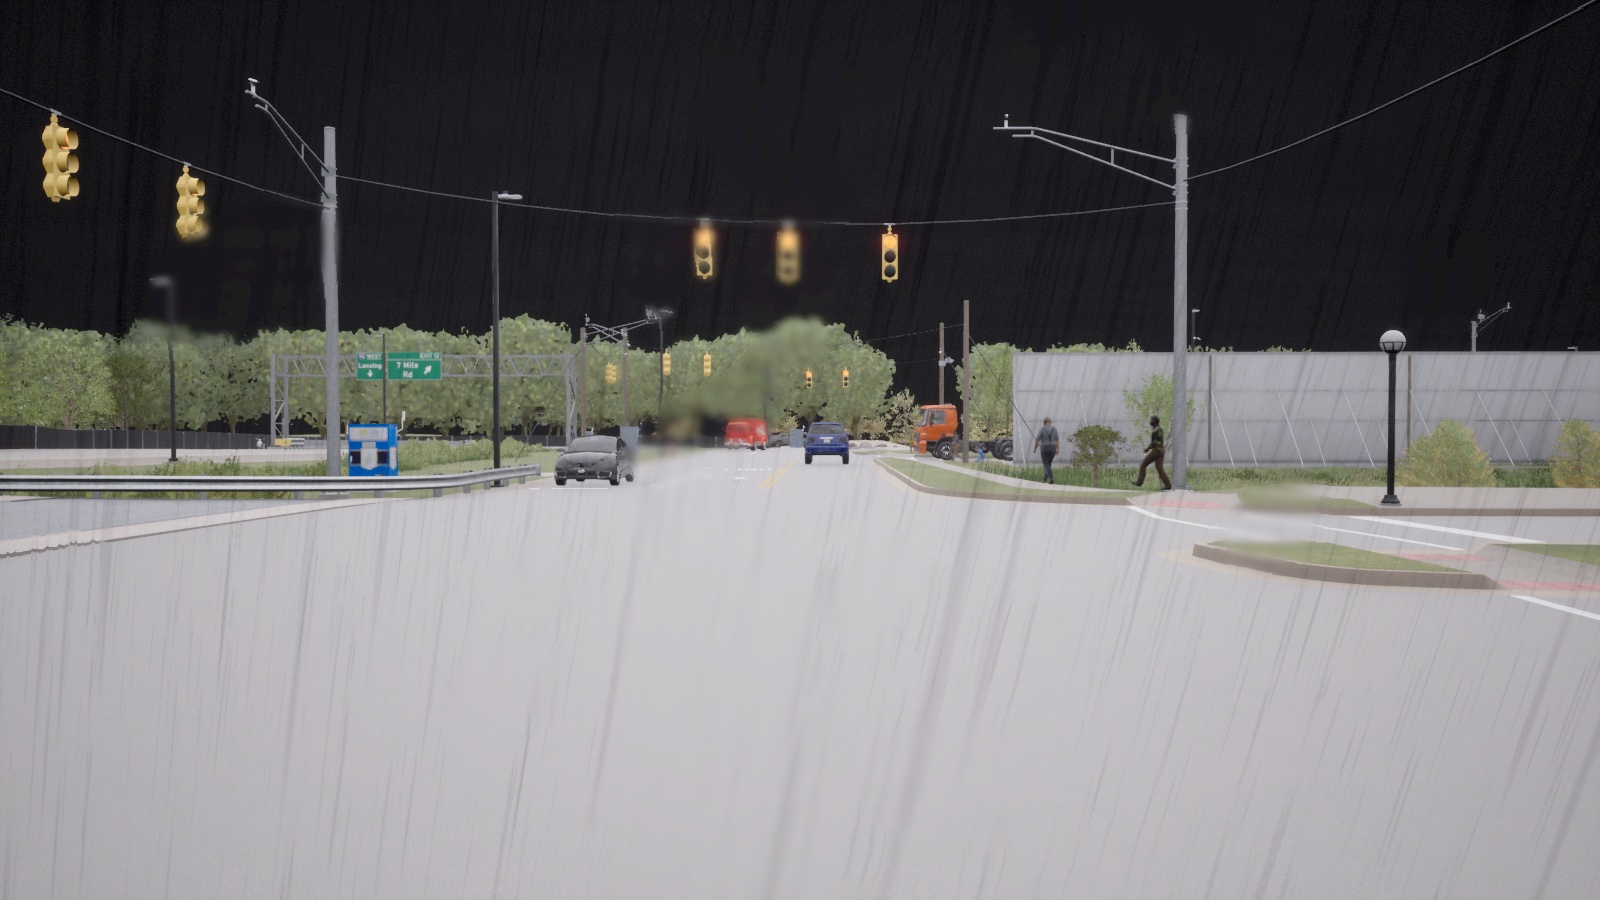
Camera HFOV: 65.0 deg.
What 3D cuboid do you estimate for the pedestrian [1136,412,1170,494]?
[{"bbox_3d":[8.463,0.062,30.115,0.692,1.930,0.395,1,2,32],"label":"pedestrian"}]

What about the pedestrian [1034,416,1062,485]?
[{"bbox_3d":[6.655,0.002,33.667,0.540,1.848,0.694,0,2,-7],"label":"pedestrian"}]

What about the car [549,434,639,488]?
[{"bbox_3d":[-6.252,0.290,38.697,1.837,1.490,4.892,0,1,2],"label":"car"}]

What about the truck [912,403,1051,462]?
[{"bbox_3d":[11.120,-1.089,77.375,7.936,3.462,2.891,1,2,-4],"label":"truck"}]

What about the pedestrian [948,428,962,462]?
[{"bbox_3d":[8.491,-0.282,68.776,0.694,1.848,0.540,0,2,-6],"label":"pedestrian"}]

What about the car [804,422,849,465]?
[{"bbox_3d":[1.359,-0.352,62.964,2.150,2.045,5.566,0,1,2],"label":"car"}]
